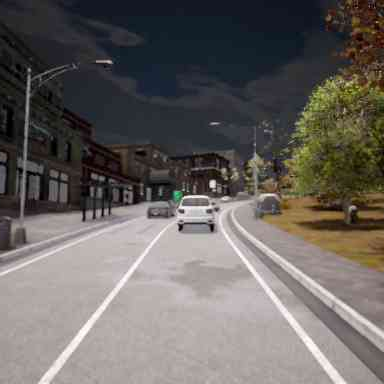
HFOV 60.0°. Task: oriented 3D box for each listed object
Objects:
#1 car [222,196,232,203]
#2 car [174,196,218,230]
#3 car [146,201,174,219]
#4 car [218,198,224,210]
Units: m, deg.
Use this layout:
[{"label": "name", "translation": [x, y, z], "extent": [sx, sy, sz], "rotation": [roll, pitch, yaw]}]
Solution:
[{"label": "car", "translation": [7.121, 1.578, 69.789], "extent": [1.812, 1.442, 4.674], "rotation": [-2, -1, 22]}, {"label": "car", "translation": [0.323, 1.252, 21.293], "extent": [2.150, 2.045, 5.566], "rotation": [0, 0, 3]}, {"label": "car", "translation": [-2.740, 1.575, 29.650], "extent": [1.837, 1.490, 4.892], "rotation": [-1, 0, 6]}, {"label": "car", "translation": [2.302, 1.629, 39.533], "extent": [1.895, 1.301, 4.718], "rotation": [-1, 0, 10]}]
